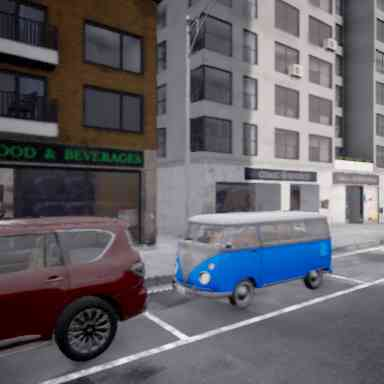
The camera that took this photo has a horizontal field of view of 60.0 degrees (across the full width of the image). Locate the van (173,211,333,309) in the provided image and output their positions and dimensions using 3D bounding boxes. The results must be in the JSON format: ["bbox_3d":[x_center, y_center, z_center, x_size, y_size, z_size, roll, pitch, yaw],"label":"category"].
[{"bbox_3d":[1.505,1.362,7.603,3.998,1.788,1.690,0,0,-35],"label":"van"}]

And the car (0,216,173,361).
[{"bbox_3d":[-2.995,1.315,4.398,5.009,1.841,2.192,0,0,-35],"label":"car"}]
